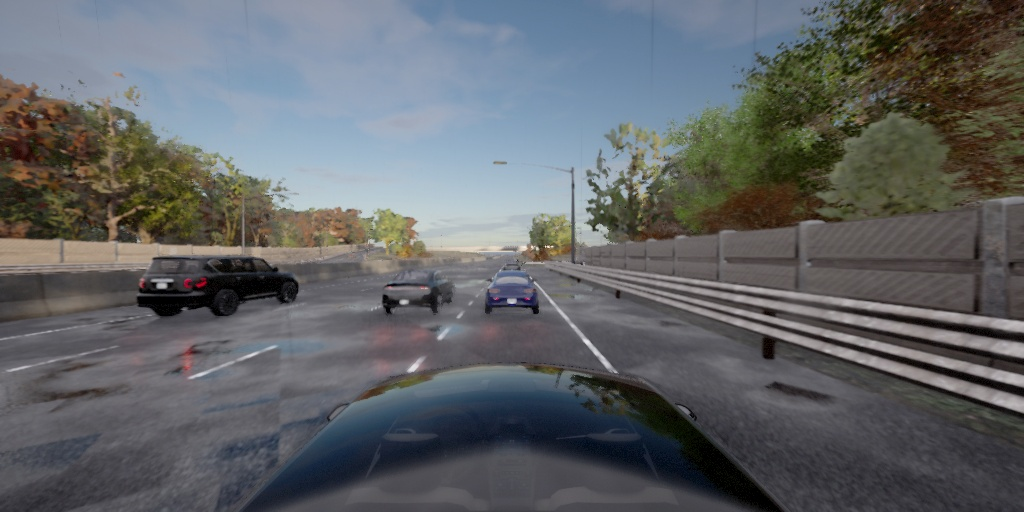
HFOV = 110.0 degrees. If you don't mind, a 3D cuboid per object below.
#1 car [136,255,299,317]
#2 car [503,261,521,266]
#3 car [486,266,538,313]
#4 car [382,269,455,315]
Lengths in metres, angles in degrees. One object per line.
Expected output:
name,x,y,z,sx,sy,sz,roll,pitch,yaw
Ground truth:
car,-10.399,0.980,13.334,2.150,2.045,5.566,0,0,0
car,-0.001,1.295,39.829,2.128,1.511,4.902,0,0,0
car,-0.002,1.285,13.869,1.812,1.442,4.674,0,0,0
car,-3.399,1.251,13.740,2.128,1.511,4.902,0,0,0
